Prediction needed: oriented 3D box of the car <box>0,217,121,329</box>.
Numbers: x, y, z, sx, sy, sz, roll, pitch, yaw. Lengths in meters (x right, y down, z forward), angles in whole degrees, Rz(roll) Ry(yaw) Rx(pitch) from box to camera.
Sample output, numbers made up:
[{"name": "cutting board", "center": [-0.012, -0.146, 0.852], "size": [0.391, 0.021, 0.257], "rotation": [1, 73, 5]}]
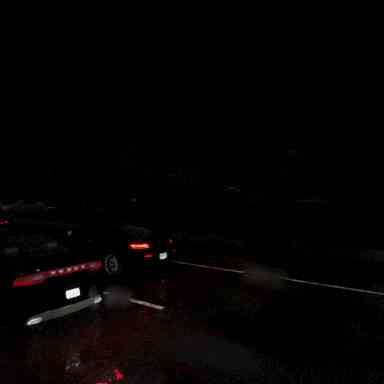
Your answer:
[{"name": "car", "center": [-3.930, 1.478, 6.786], "size": [5.008, 1.535, 1.882], "rotation": [0, 0, 35]}]

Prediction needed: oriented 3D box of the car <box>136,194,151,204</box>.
[{"name": "car", "center": [-9.793, 1.351, 61.536], "size": [2.097, 1.767, 4.553], "rotation": [0, 0, 36]}]

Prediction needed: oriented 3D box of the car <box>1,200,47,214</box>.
[{"name": "car", "center": [-17.145, 1.526, 33.673], "size": [1.812, 1.442, 4.674], "rotation": [0, 0, 36]}]

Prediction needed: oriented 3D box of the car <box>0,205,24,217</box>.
[{"name": "car", "center": [-10.112, 1.505, 15.485], "size": [4.892, 1.490, 1.837], "rotation": [0, 0, 36]}]

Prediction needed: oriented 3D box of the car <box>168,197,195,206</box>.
[{"name": "car", "center": [-1.647, 1.546, 54.917], "size": [2.033, 1.411, 5.357], "rotation": [0, 0, 36]}]

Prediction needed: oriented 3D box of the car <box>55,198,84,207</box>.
[{"name": "car", "center": [-18.308, 1.563, 49.914], "size": [1.994, 1.385, 4.181], "rotation": [0, 0, 36]}]

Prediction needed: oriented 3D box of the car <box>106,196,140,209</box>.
[{"name": "car", "center": [-9.416, 1.564, 44.294], "size": [1.994, 1.385, 4.181], "rotation": [0, 0, 36]}]

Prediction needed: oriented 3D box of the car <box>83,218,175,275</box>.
[{"name": "car", "center": [-2.637, 1.526, 10.155], "size": [4.674, 1.442, 1.812], "rotation": [0, 0, 35]}]
